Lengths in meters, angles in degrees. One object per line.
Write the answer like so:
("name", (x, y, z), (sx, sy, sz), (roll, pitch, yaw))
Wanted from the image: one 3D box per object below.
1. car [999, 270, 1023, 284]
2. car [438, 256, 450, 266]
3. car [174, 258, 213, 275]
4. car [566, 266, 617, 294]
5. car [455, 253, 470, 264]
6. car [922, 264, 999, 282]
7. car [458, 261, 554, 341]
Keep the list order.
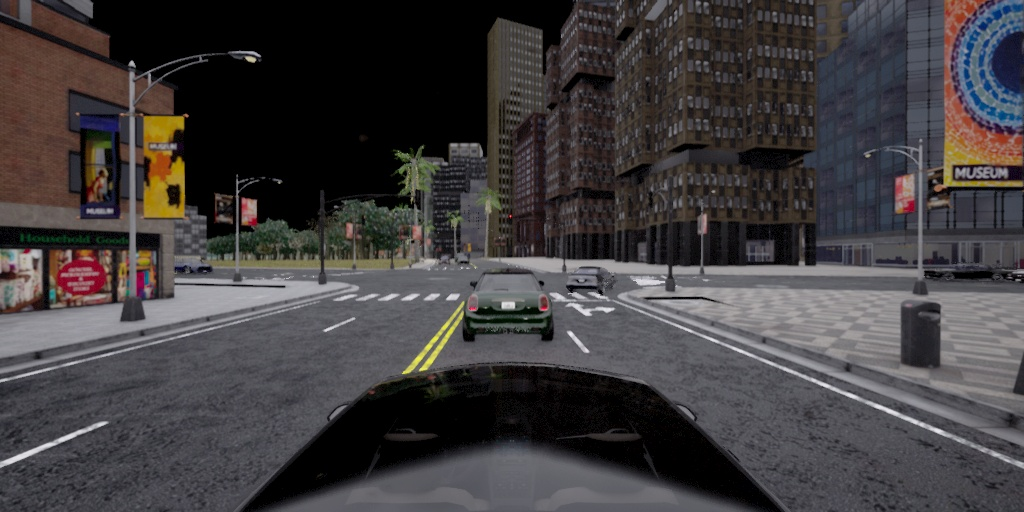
("car", (37.358, 1.263, 24.014), (5.357, 1.411, 2.033), (0, 0, 13))
("car", (-11.579, 0.927, 61.508), (1.994, 1.385, 4.181), (0, 1, -9))
("car", (-33.464, 0.991, 37.059), (4.553, 1.767, 2.097), (0, 0, 13))
("car", (4.647, 1.300, 20.532), (2.033, 1.411, 5.357), (0, 0, 26))
("car", (-8.400, 0.710, 62.206), (2.097, 1.767, 4.553), (0, 1, -9))
("car", (35.090, 1.302, 27.888), (4.718, 1.301, 1.895), (0, 0, 13))
("car", (-0.127, 1.105, 10.011), (2.097, 1.767, 4.553), (0, 0, -1))
